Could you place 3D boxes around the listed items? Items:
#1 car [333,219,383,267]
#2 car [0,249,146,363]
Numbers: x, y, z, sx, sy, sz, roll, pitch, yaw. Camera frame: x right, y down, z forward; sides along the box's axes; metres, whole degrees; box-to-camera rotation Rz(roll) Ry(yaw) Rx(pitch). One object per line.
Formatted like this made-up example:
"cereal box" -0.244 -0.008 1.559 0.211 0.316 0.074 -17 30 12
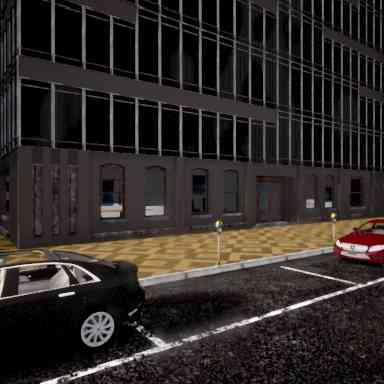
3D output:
"car" 6.495 1.582 11.148 4.206 1.307 1.802 0 0 -35
"car" -2.795 1.551 4.566 4.403 1.369 2.008 0 0 -35
